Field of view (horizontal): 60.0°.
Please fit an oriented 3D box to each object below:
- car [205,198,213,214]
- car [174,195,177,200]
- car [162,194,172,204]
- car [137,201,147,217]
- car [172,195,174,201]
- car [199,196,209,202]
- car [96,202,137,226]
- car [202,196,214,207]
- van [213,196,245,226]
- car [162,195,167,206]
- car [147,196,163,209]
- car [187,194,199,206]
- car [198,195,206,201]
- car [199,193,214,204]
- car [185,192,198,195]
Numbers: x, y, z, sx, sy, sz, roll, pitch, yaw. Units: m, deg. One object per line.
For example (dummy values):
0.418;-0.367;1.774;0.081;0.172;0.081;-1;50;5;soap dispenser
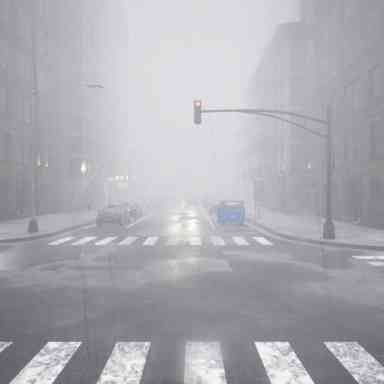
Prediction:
2.637;1.581;34.565;1.802;1.307;4.206;0;0;0;car
-5.388;1.411;80.012;1.967;1.590;4.097;0;0;0;car
-5.388;1.549;62.967;1.947;1.339;4.313;0;0;0;car
-5.388;1.544;28.875;1.887;1.381;4.507;0;0;0;car
-5.388;1.294;68.648;2.192;1.841;5.009;0;0;0;car
2.637;1.526;74.334;2.008;1.369;4.403;0;0;0;car
-5.388;1.550;23.194;2.008;1.369;4.403;0;0;0;car
2.637;1.577;45.928;1.802;1.307;4.206;0;0;0;car
2.637;1.340;23.203;1.690;1.788;3.998;0;0;0;van
-5.388;1.557;51.604;1.947;1.339;4.313;0;0;0;car
-5.388;1.521;45.752;1.752;1.417;4.829;0;0;0;car
0.099;1.515;54.909;1.812;1.442;4.674;0;0;0;car
2.637;1.533;85.697;1.947;1.339;4.313;0;0;0;car
2.637;1.306;51.609;2.192;1.841;5.009;0;0;0;car
0.094;1.332;67.112;2.097;1.767;4.553;0;0;-2;car
